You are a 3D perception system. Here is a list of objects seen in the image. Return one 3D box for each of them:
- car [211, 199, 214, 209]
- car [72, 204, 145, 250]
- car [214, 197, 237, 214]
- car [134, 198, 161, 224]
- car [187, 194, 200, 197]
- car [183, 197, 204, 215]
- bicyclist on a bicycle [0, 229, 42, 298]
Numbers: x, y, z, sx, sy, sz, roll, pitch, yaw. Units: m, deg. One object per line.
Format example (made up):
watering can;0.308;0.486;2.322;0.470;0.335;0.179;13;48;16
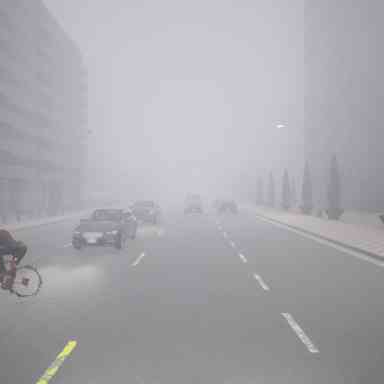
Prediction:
car;3.663;1.505;45.585;1.837;1.490;4.892;0;0;1
car;-3.599;1.491;14.460;2.128;1.511;4.902;0;0;0
car;3.659;1.505;35.317;1.837;1.490;4.892;0;0;1
car;-3.460;1.352;24.362;2.097;1.767;4.553;0;0;0
car;0.221;1.221;43.976;2.150;2.045;5.566;0;0;1
car;0.190;1.526;33.726;1.812;1.442;4.674;0;0;0
bicyclist on a bicycle;-4.014;1.455;7.027;1.656;1.620;0.582;-2;0;0
